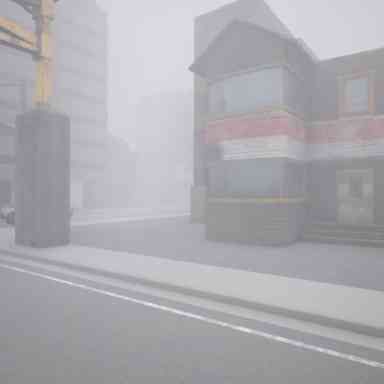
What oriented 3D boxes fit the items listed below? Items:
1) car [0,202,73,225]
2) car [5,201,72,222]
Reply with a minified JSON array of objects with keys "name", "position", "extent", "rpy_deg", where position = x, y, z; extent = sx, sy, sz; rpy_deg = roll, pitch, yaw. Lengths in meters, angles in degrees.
[{"name":"car","position":[-10.693,1.453,23.497],"extent":[2.038,1.542,4.974],"rpy_deg":[0,0,15]},{"name":"car","position":[-10.679,1.295,23.547],"extent":[1.853,1.218,4.536],"rpy_deg":[0,0,15]}]
